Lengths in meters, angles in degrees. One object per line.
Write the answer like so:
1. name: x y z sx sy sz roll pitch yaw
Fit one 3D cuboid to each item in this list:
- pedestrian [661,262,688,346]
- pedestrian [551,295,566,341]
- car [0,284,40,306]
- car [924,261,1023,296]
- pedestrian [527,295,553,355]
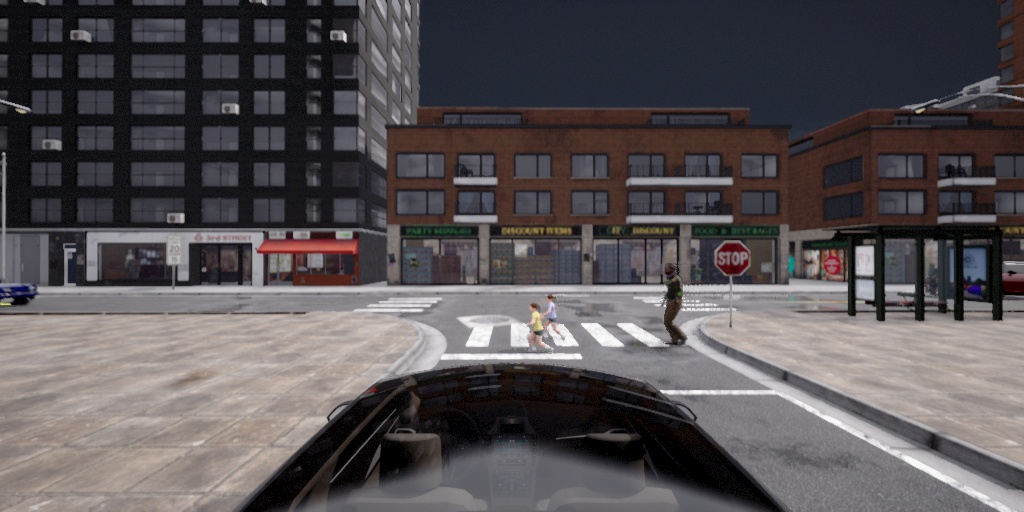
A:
1. pedestrian: 3.550 1.027 7.848 0.375 1.860 0.375 0 0 0
2. pedestrian: 0.971 1.400 8.443 0.500 1.100 0.500 0 0 0
3. car: -21.024 1.340 13.383 4.718 1.301 1.895 0 0 0
4. car: 22.075 1.025 16.506 4.553 1.767 2.097 0 0 0
5. pedestrian: 0.506 1.409 7.245 0.500 1.100 0.500 0 0 0
